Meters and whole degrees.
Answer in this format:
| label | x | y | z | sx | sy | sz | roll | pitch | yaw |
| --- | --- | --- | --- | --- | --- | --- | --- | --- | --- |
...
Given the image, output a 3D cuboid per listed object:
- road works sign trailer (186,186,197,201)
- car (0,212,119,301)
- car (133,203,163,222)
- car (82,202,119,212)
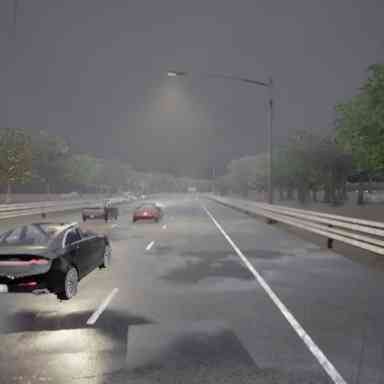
| label | x | y | z | sx | sy | sz | roll | pitch | yaw |
| --- | --- | --- | --- | --- | --- | --- | --- | --- | --- |
| road works sign trailer | 0.000 | 0.416 | 82.229 | 2.380 | 3.560 | 2.880 | 0 | 0 | 0 |
| car | -3.400 | 1.491 | 8.299 | 2.128 | 1.511 | 4.902 | 0 | 0 | 0 |
| car | -3.397 | 1.561 | 26.233 | 1.994 | 1.385 | 4.181 | 0 | 0 | 0 |
| car | -6.902 | 1.488 | 25.416 | 2.128 | 1.511 | 4.902 | 0 | 0 | 0 |
